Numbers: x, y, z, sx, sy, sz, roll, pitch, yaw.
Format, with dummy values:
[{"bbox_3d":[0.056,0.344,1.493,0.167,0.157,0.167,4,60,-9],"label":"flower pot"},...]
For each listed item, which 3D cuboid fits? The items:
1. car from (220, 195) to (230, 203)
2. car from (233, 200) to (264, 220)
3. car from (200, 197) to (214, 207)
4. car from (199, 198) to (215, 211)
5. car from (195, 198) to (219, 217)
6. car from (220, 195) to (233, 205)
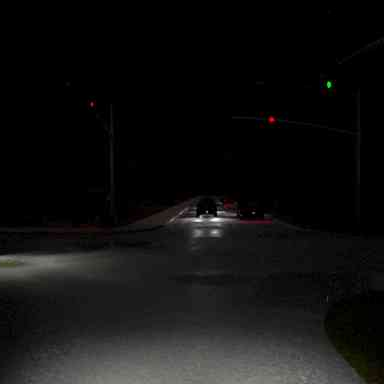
[{"bbox_3d":[6.838,1.470,68.975,1.837,1.490,4.892,0,0,3],"label":"car"},{"bbox_3d":[4.843,1.443,27.991,1.882,1.535,5.008,0,0,3],"label":"car"},{"bbox_3d":[2.339,1.529,50.357,1.994,1.385,4.181,0,0,3],"label":"car"},{"bbox_3d":[1.847,1.470,40.449,1.837,1.490,4.892,0,0,3],"label":"car"},{"bbox_3d":[1.384,1.470,30.997,1.837,1.490,4.892,0,0,3],"label":"car"},{"bbox_3d":[6.353,1.566,59.014,1.895,1.301,4.718,0,0,3],"label":"car"}]
